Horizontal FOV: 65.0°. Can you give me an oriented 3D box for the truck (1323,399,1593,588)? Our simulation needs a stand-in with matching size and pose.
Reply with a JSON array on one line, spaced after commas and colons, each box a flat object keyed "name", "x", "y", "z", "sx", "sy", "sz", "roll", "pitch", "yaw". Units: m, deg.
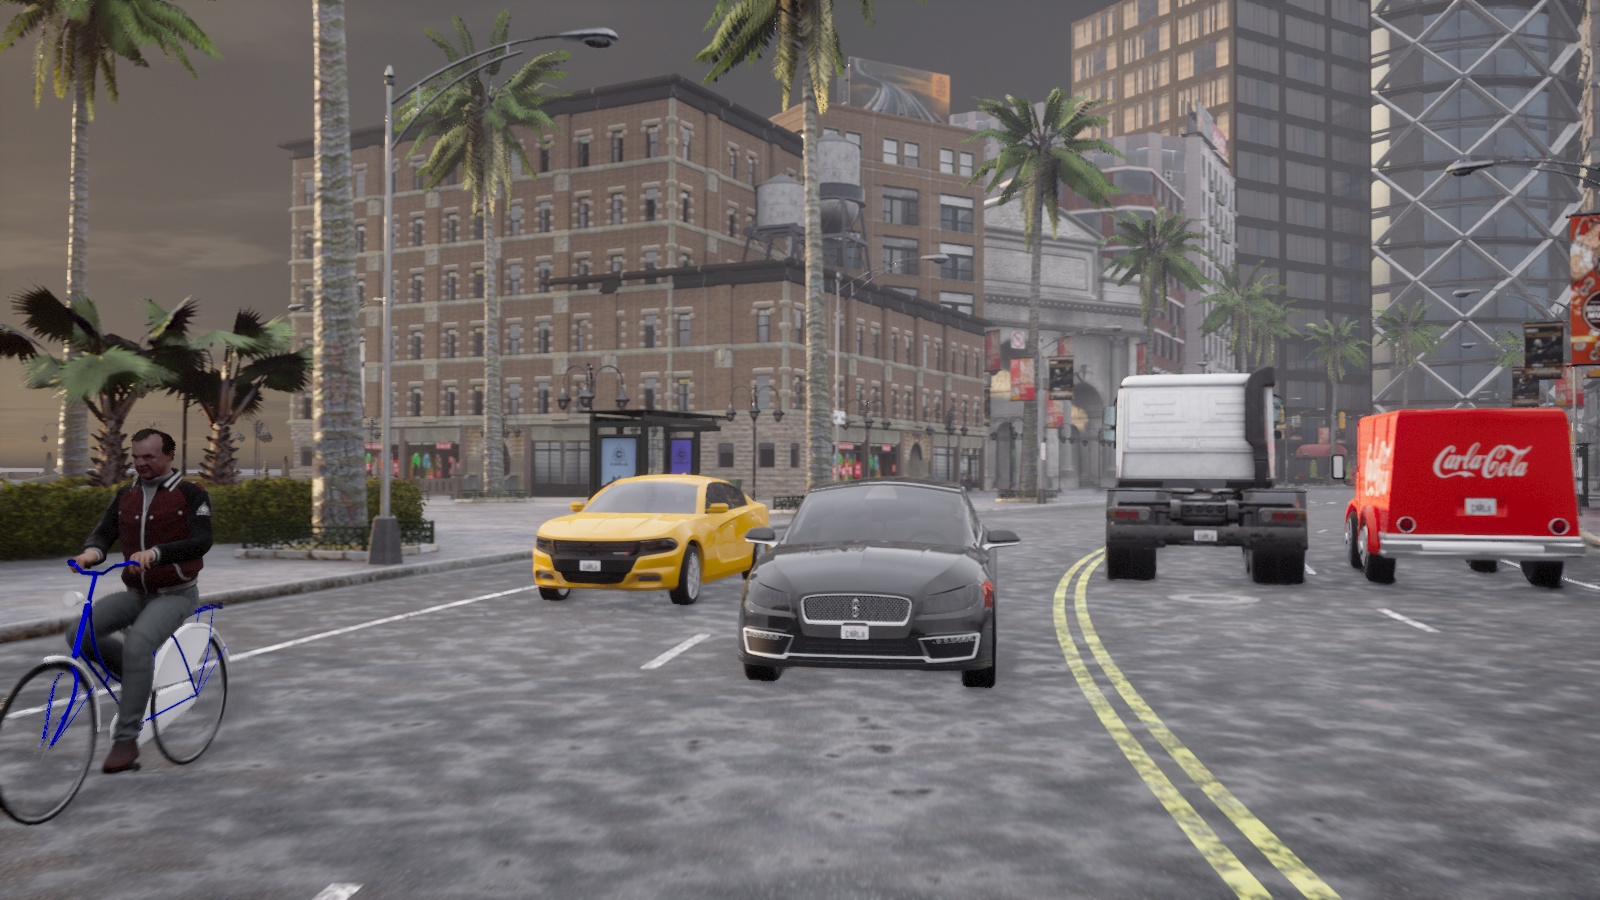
[{"name": "truck", "x": 9.787, "y": 0.614, "z": 19.266, "sx": 2.627, "sy": 2.467, "sz": 5.204, "roll": -1, "pitch": -1, "yaw": 16}]

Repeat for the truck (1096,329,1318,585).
[{"name": "truck", "x": 6.709, "y": 0.163, "z": 21.219, "sx": 2.891, "sy": 3.462, "sz": 7.936, "roll": -1, "pitch": -1, "yaw": 16}]

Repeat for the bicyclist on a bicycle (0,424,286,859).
[{"name": "bicyclist on a bicycle", "x": -3.263, "y": 0.799, "z": 6.079, "sx": 0.659, "sy": 1.776, "sz": 1.843, "roll": 0, "pitch": -1, "yaw": 4}]

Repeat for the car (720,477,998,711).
[{"name": "car", "x": 0.756, "y": 0.997, "z": 10.746, "sx": 1.837, "sy": 1.490, "sz": 4.892, "roll": 0, "pitch": -1, "yaw": 9}]

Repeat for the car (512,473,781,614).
[{"name": "car", "x": -1.772, "y": 1.074, "z": 16.431, "sx": 1.882, "sy": 1.535, "sz": 5.008, "roll": 0, "pitch": -1, "yaw": 13}]
